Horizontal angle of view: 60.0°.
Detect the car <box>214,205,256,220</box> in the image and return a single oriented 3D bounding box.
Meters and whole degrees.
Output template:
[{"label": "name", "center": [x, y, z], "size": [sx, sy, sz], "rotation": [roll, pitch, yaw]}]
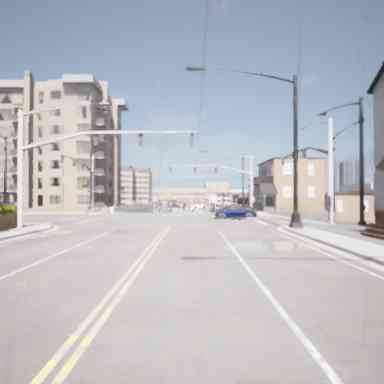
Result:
[{"label": "car", "center": [4.297, 1.992, 33.107], "size": [4.181, 1.385, 1.994], "rotation": [1, 0, 1]}]
